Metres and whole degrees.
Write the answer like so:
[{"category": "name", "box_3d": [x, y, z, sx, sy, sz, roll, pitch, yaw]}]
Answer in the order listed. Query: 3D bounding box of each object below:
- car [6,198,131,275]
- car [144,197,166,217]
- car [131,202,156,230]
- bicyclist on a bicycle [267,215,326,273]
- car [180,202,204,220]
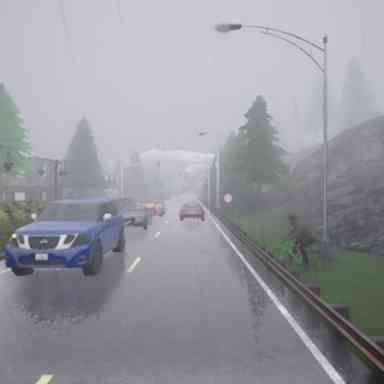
[{"category": "car", "box_3d": [-3.634, 1.221, 10.764, 2.150, 2.045, 5.566, 0, 0, 0]}, {"category": "car", "box_3d": [-3.668, 1.344, 31.118, 2.097, 1.767, 4.553, 0, 0, 0]}, {"category": "car", "box_3d": [-3.663, 1.559, 21.190, 1.994, 1.385, 4.181, 0, 0, 0]}, {"category": "bicyclist on a bicycle", "box_3d": [2.903, 1.474, 9.173, 1.656, 1.620, 0.582, 3, 1, 0]}, {"category": "car", "box_3d": [0.005, 1.557, 28.073, 1.994, 1.385, 4.181, 0, 0, 0]}]
